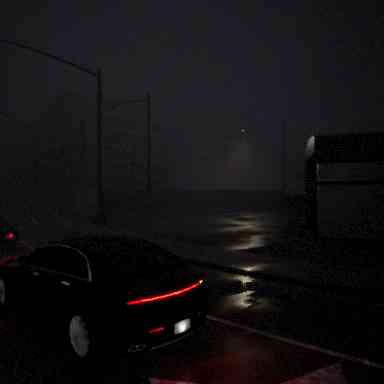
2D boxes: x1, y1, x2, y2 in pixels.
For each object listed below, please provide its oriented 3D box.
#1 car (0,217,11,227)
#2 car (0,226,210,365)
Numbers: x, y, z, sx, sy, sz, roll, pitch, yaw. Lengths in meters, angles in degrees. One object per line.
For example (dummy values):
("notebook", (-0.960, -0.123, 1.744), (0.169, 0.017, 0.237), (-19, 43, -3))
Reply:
("car", (-8.750, 1.699, 13.942), (1.895, 1.301, 4.718), (0, 0, -39))
("car", (-1.903, 1.534, 6.001), (4.892, 1.490, 1.837), (-1, 0, 43))
